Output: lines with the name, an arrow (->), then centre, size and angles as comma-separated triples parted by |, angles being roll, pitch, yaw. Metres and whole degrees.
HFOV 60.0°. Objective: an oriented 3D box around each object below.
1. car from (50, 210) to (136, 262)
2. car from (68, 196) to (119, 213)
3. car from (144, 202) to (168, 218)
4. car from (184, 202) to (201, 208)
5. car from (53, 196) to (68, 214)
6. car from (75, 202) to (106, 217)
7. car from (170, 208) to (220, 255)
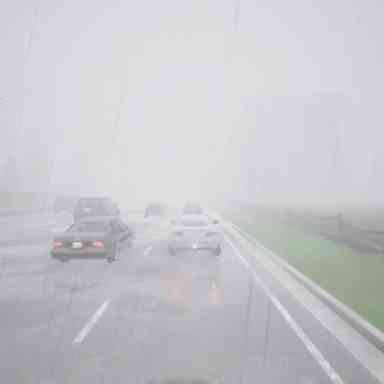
car -> -3.406, 1.620, 12.394 | 2.033, 1.411, 5.357 | 0, 0, 0
car -> -6.913, 1.365, 24.629 | 2.150, 2.045, 5.566 | 0, 0, 0
car -> -3.457, 1.694, 32.218 | 1.837, 1.490, 4.892 | 0, 0, 0
car -> 0.042, 1.769, 35.232 | 1.994, 1.385, 4.181 | 0, 0, 0
car -> -13.980, 1.444, 38.330 | 2.150, 2.045, 5.566 | 0, 0, 0
car -> -10.455, 1.764, 34.656 | 1.994, 1.385, 4.181 | 0, 0, 0
car -> 0.095, 1.605, 13.603 | 1.812, 1.442, 4.674 | 0, 0, 0
